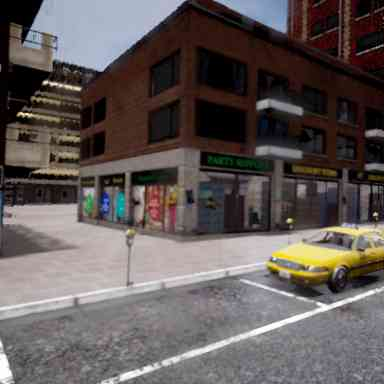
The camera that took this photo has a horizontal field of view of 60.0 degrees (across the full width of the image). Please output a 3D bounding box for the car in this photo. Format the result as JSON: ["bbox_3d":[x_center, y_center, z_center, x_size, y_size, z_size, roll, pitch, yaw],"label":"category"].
[{"bbox_3d":[4.087,1.553,8.968,4.829,1.417,1.752,0,2,-35],"label":"car"}]
